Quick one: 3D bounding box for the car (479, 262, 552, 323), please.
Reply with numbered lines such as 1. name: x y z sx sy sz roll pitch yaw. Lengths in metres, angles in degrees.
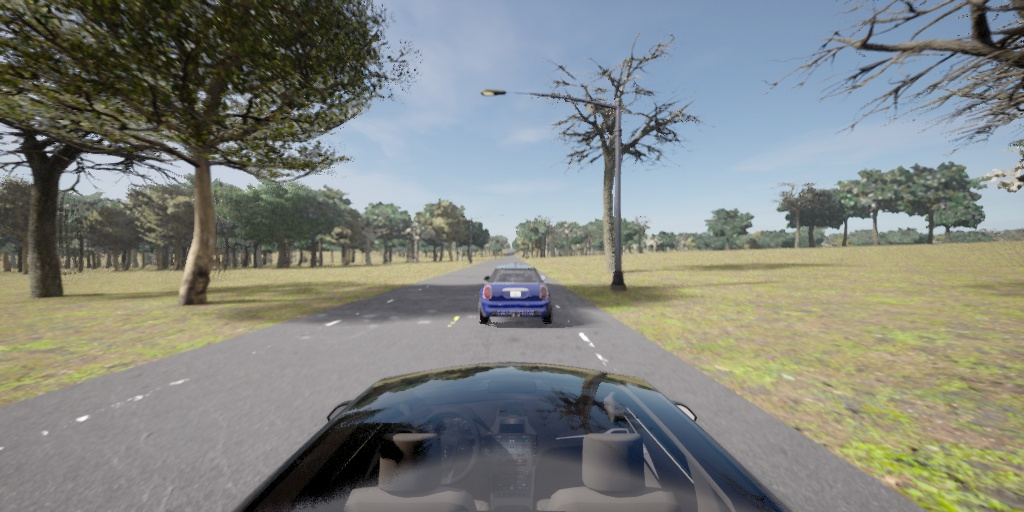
1. car: 0.101 1.068 12.072 2.097 1.767 4.553 0 0 0
